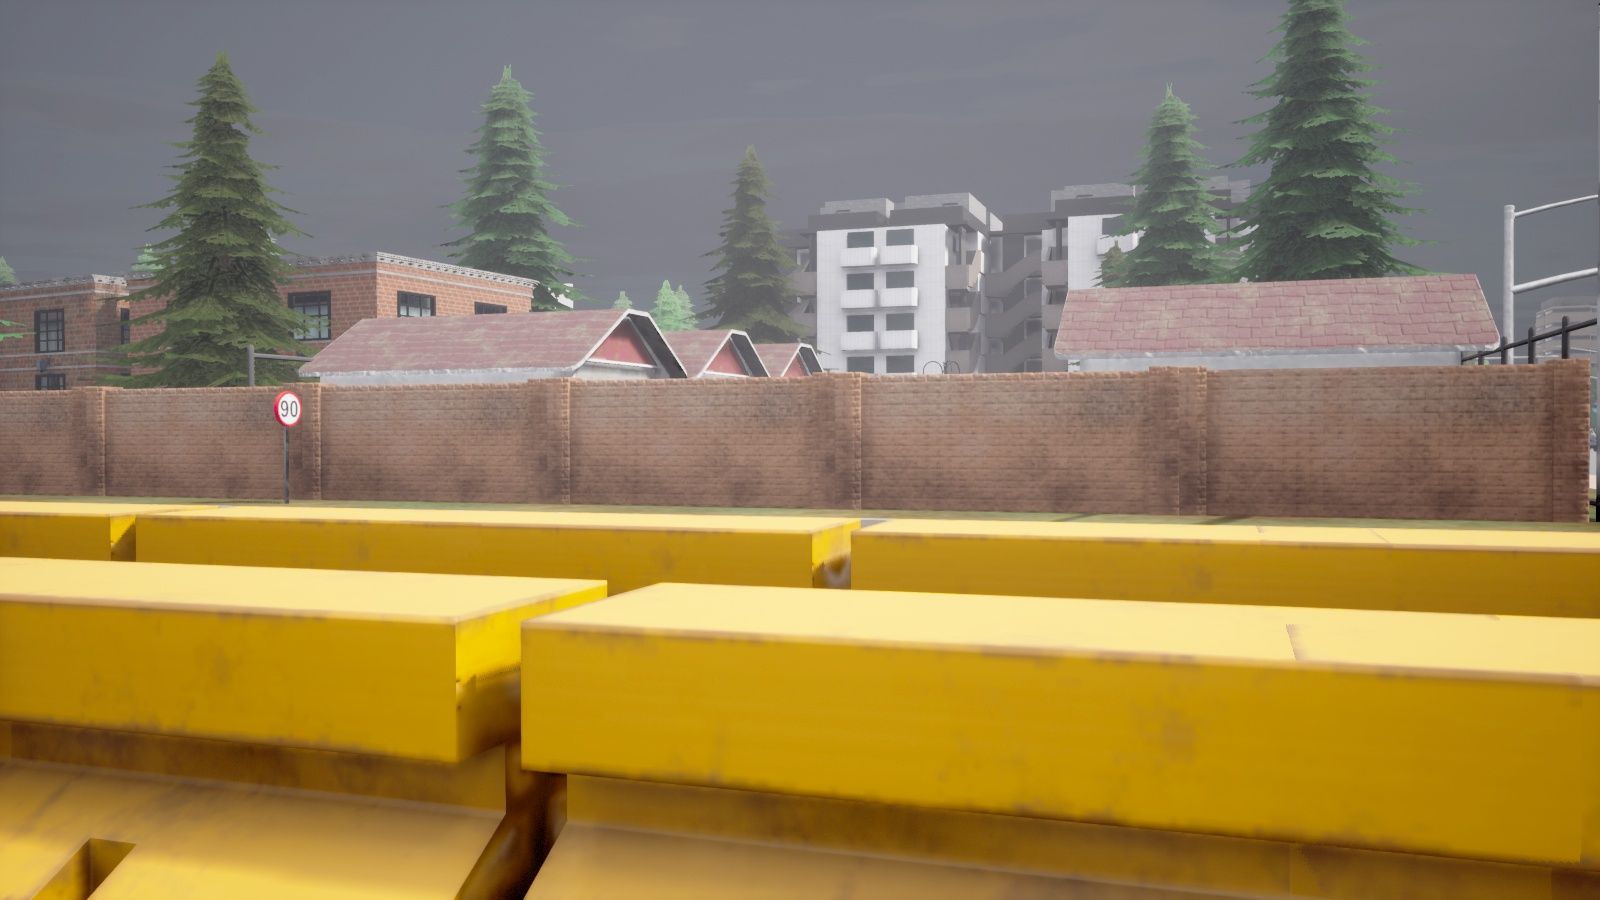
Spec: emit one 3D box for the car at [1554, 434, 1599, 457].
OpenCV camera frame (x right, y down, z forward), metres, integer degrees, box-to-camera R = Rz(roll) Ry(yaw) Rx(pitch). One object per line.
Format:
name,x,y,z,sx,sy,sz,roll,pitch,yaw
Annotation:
car,50.429,-0.323,81.439,1.970,1.475,3.806,1,1,20
